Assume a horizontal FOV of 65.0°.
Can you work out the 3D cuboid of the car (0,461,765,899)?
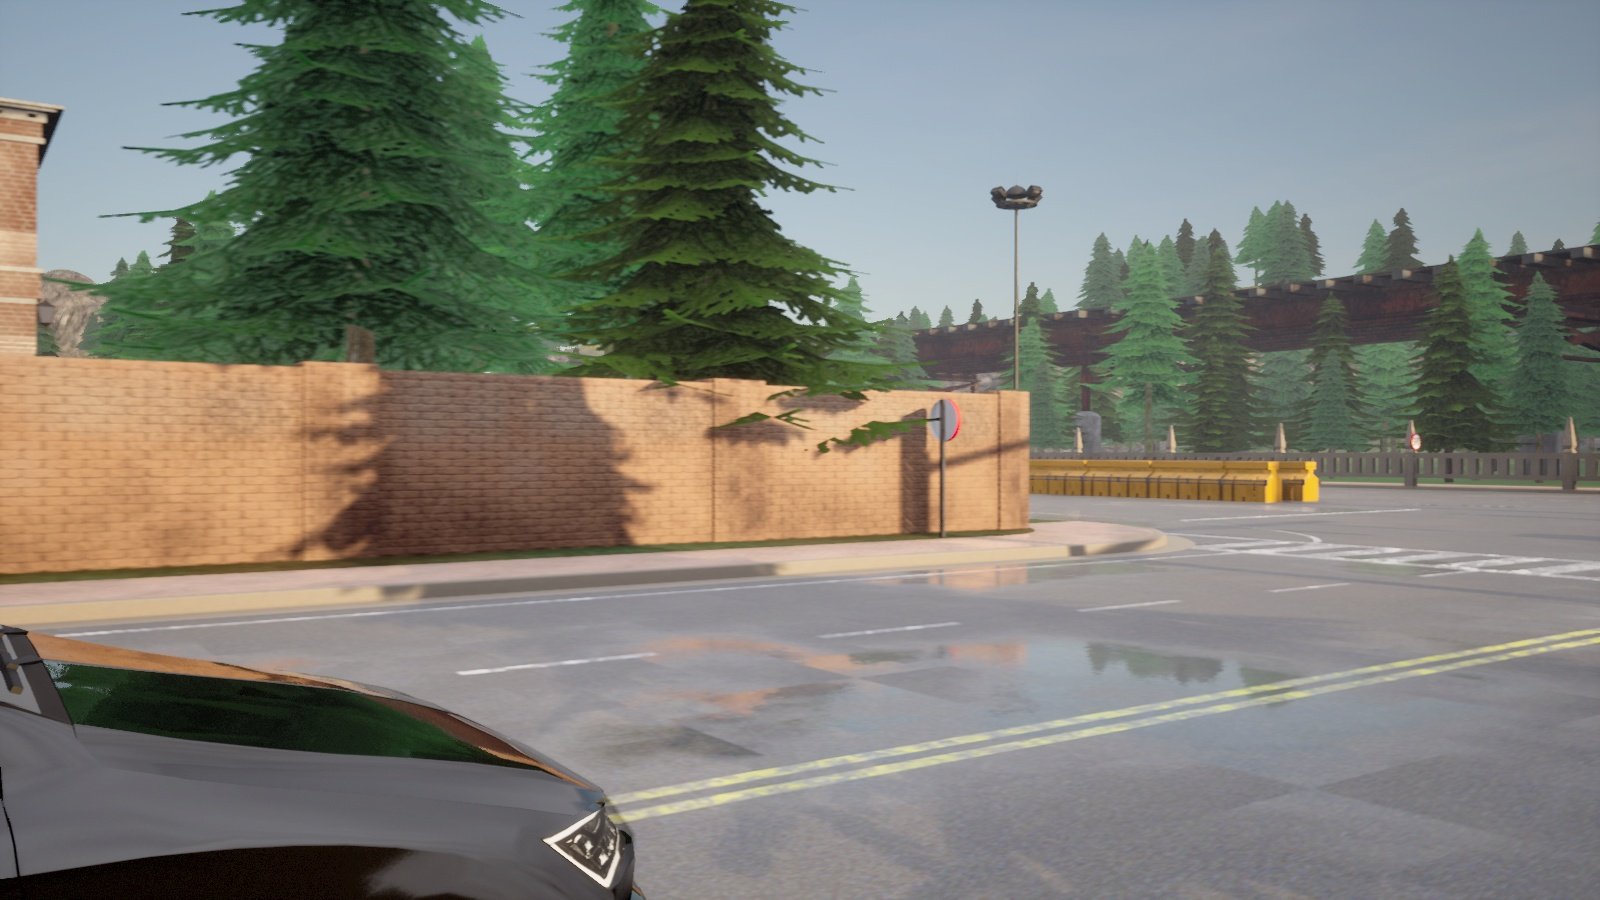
[{"bbox_3d":[-2.309,0.768,2.052,4.193,1.474,1.816,0,0,-35],"label":"car"}]
